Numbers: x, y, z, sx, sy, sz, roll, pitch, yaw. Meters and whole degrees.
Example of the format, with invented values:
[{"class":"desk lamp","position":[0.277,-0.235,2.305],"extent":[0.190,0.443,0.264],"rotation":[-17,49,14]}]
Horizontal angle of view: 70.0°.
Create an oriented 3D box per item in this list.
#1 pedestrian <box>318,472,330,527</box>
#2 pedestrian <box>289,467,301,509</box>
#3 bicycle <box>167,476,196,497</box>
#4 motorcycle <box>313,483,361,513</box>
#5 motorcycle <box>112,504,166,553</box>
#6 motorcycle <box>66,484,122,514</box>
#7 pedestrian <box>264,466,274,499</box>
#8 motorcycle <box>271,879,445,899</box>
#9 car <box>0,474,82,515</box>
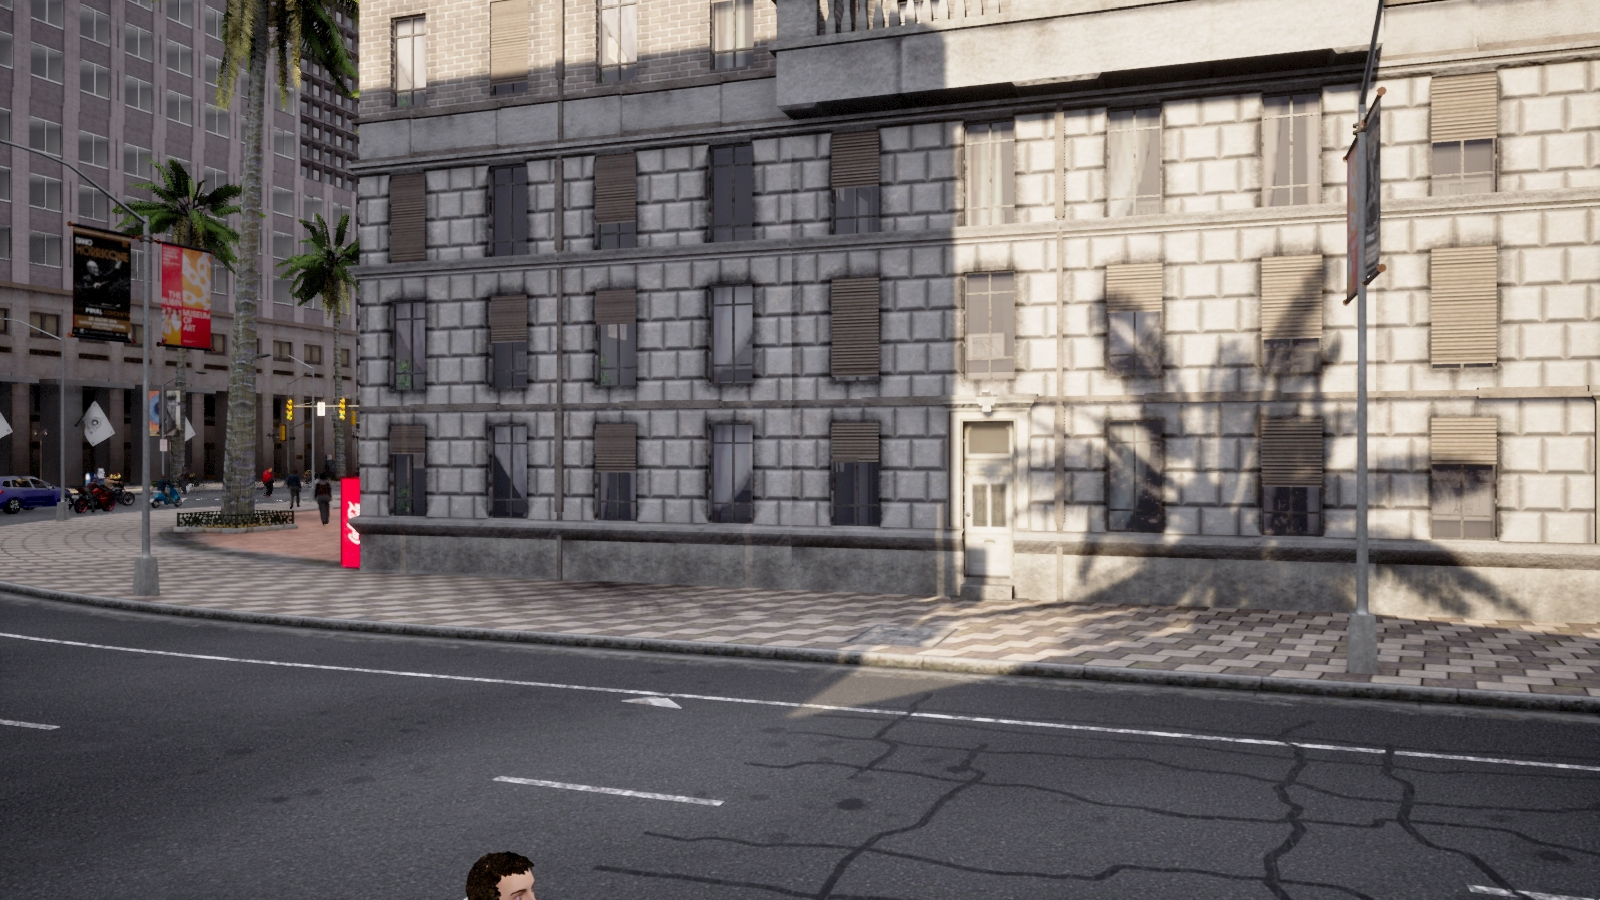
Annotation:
[{"class":"pedestrian","position":[-16.329,1.695,39.197],"extent":[0.375,1.860,0.375],"rotation":[0,0,-24]},{"class":"pedestrian","position":[-22.558,1.694,51.024],"extent":[0.375,1.860,0.375],"rotation":[0,0,-3]},{"class":"bicycle","position":[-37.399,2.207,69.109],"extent":[0.329,1.171,1.835],"rotation":[0,0,20]},{"class":"motorcycle","position":[-21.139,2.168,52.246],"extent":[0.764,1.277,2.356],"rotation":[0,0,16]},{"class":"motorcycle","position":[-18.492,2.180,32.018],"extent":[0.856,1.236,1.805],"rotation":[2,0,-15]},{"class":"motorcycle","position":[-31.760,2.203,51.428],"extent":[0.867,1.251,2.209],"rotation":[0,0,10]},{"class":"pedestrian","position":[-30.137,1.846,64.822],"extent":[0.375,1.860,0.375],"rotation":[0,0,10]},{"class":"motorcycle","position":[-1.035,2.213,3.642],"extent":[2.033,1.145,0.803],"rotation":[0,0,20]},{"class":"car","position":[-35.222,1.965,51.597],"extent":[2.242,1.667,4.611],"rotation":[0,0,9]}]
